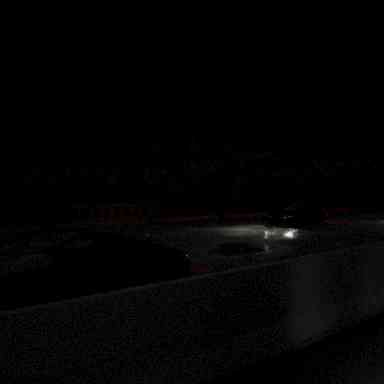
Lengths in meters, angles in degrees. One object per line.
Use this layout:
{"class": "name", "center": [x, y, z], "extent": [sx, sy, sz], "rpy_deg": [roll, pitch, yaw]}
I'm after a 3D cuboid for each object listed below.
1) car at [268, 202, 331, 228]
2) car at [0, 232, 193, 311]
{"class": "car", "center": [7.175, 1.428, 22.005], "extent": [5.008, 1.535, 1.882], "rpy_deg": [0, 0, -35]}
{"class": "car", "center": [-2.041, 1.558, 6.836], "extent": [4.181, 1.385, 1.994], "rpy_deg": [0, 0, -36]}
